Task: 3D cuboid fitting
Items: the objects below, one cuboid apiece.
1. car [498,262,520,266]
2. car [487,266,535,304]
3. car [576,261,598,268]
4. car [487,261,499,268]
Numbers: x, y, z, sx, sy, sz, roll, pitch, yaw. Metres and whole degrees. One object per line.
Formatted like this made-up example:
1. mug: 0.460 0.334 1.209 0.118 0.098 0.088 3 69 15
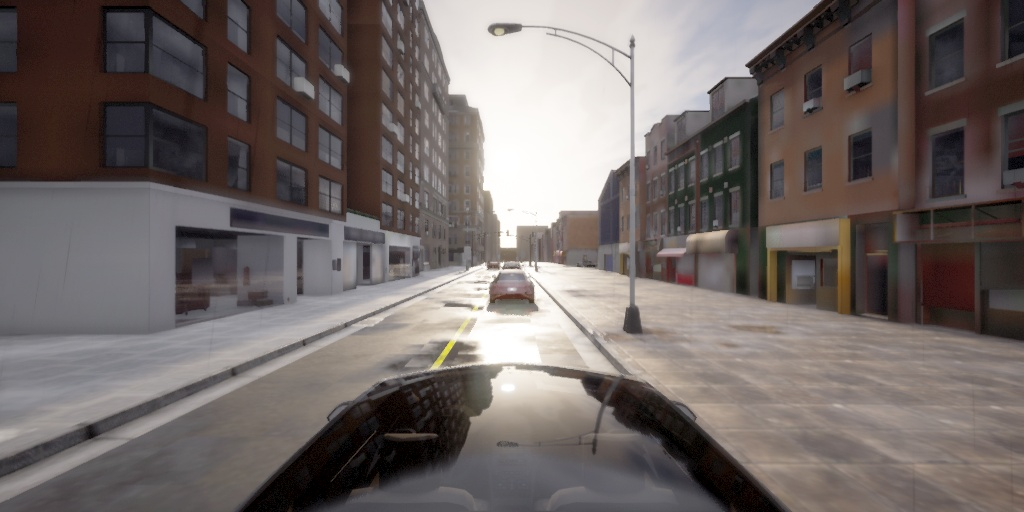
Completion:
1. car: 0.000 1.265 31.500 1.837 1.490 4.892 0 0 0
2. car: 0.000 1.321 16.500 1.994 1.385 4.181 0 0 0
3. car: 13.215 1.441 61.765 4.313 1.339 1.948 0 0 0
4. car: -2.750 1.401 54.470 1.895 1.301 4.718 0 0 0
